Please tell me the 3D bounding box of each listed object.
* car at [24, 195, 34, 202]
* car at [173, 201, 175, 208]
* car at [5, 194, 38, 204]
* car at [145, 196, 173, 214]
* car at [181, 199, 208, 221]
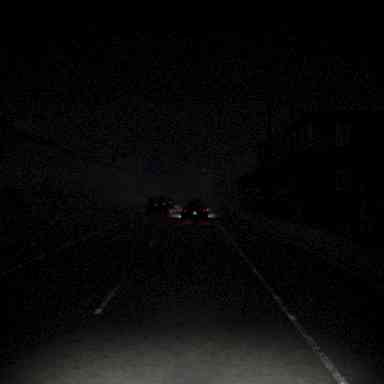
[{"bbox_3d":[-30.580,1.051,59.586,1.853,1.218,4.536,0,0,29],"label":"car"},{"bbox_3d":[-3.319,1.396,42.315,1.994,1.385,4.181,0,0,1],"label":"car"},{"bbox_3d":[-30.555,1.208,59.632,2.038,1.542,4.974,0,0,29],"label":"car"},{"bbox_3d":[-3.321,1.220,32.916,2.097,1.767,4.553,0,0,0],"label":"car"},{"bbox_3d":[0.183,1.460,25.716,1.994,1.385,4.181,0,0,-1],"label":"car"}]
